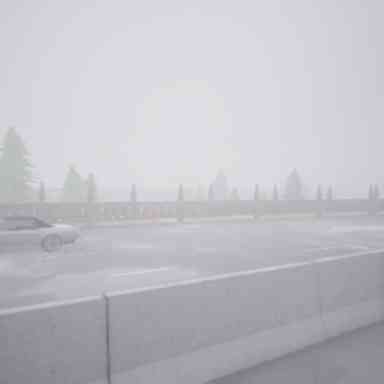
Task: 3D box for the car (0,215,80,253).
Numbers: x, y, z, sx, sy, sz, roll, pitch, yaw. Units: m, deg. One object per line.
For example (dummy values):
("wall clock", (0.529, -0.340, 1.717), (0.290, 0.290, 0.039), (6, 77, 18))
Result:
("car", (-6.648, 1.540, 11.967), (4.718, 1.301, 1.895), (0, 0, -34))
